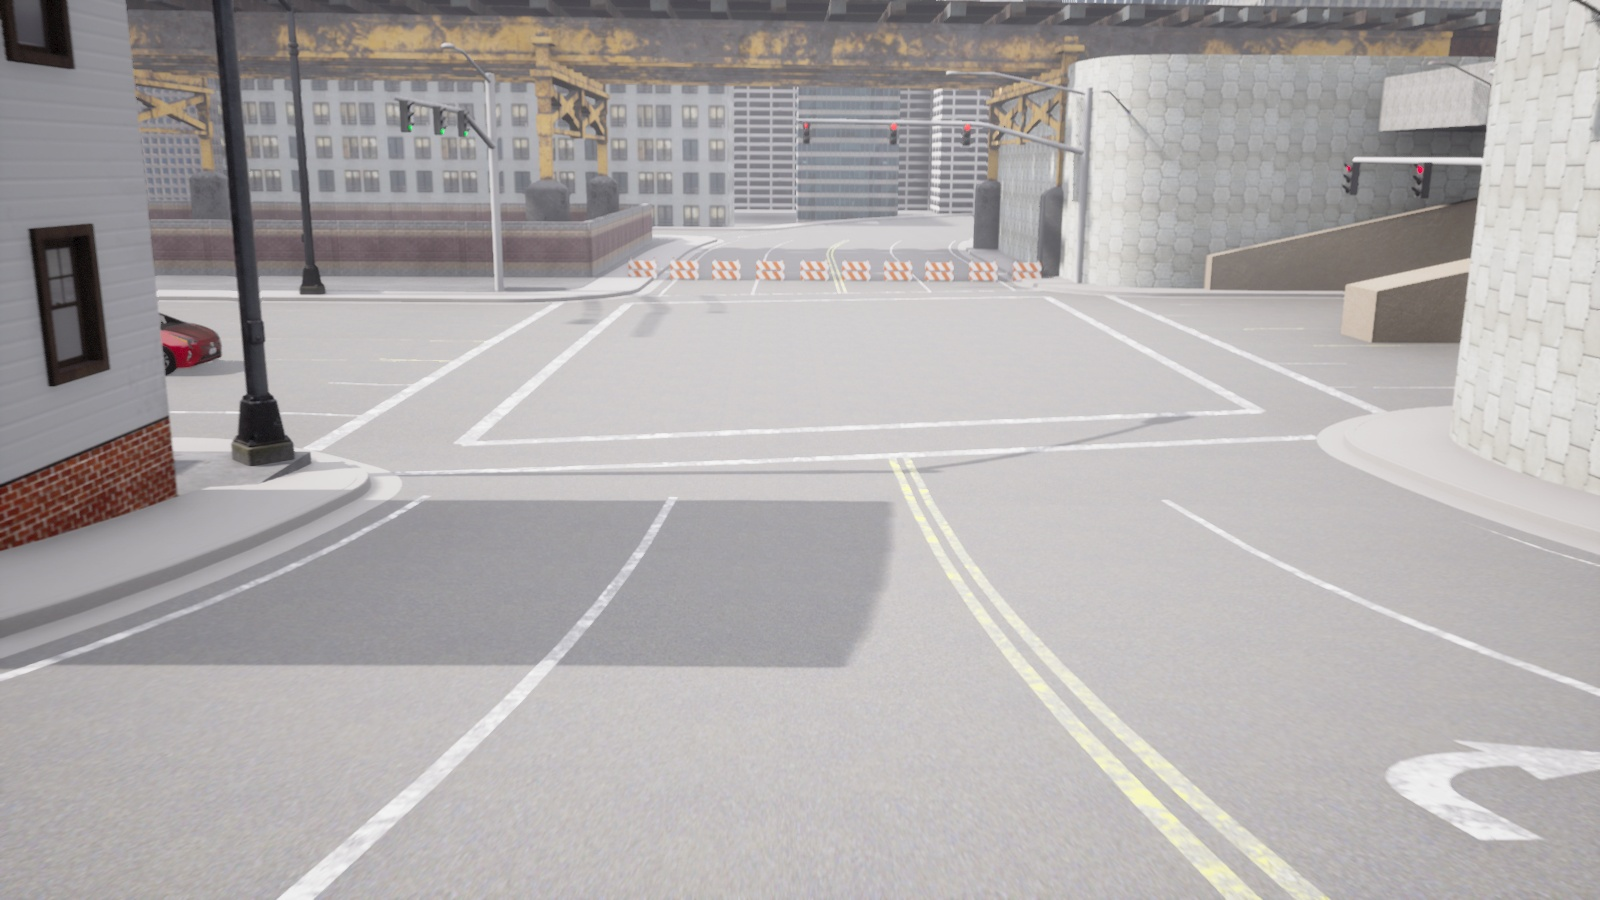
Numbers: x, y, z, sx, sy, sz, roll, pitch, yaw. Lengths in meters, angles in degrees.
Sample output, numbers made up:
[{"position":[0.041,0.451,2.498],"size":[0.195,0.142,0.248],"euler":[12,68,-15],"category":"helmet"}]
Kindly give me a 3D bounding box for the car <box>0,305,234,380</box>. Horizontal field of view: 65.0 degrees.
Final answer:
[{"position":[-16.278,-2.581,29.981],"size":[4.514,1.525,2.007],"euler":[0,13,0],"category":"car"}]
